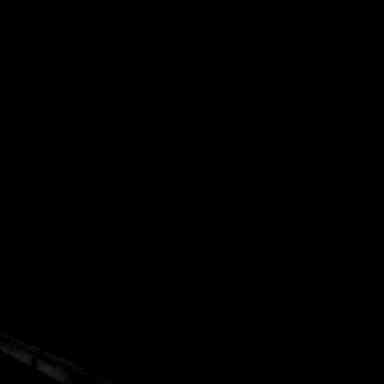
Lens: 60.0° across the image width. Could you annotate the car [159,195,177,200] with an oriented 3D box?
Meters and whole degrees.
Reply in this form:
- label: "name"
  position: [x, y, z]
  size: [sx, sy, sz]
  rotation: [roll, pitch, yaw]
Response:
- label: "car"
  position: [-6.788, 1.261, 95.308]
  size: [2.435, 2.045, 5.566]
  rotation: [6, 1, 40]
